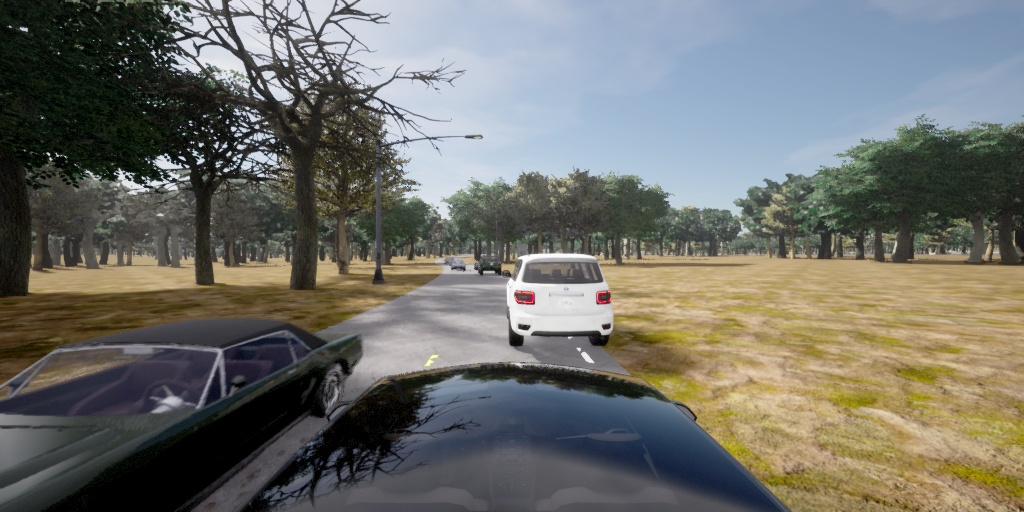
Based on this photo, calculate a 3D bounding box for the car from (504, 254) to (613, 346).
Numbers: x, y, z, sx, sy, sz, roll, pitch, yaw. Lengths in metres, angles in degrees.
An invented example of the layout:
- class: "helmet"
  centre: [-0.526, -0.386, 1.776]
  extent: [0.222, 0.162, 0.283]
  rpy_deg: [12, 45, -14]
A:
- class: "car"
  centre: [0.959, 0.968, 9.513]
  extent: [2.150, 2.045, 5.566]
  rpy_deg: [0, 0, -2]

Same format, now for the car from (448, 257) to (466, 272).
- class: "car"
  centre: [-6.706, 1.202, 44.882]
  extent: [2.033, 1.411, 5.357]
  rpy_deg: [0, 0, -9]

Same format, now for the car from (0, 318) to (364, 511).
- class: "car"
  centre: [-3.136, 1.350, 3.146]
  extent: [1.895, 1.301, 4.718]
  rpy_deg: [0, 0, 0]

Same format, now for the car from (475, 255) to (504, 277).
- class: "car"
  centre: [-2.392, 0.900, 37.752]
  extent: [2.150, 2.045, 5.566]
  rpy_deg: [0, 0, -9]

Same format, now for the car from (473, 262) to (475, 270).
- class: "car"
  centre: [-4.035, 1.194, 48.061]
  extent: [1.994, 1.385, 4.181]
  rpy_deg: [0, 0, -10]
